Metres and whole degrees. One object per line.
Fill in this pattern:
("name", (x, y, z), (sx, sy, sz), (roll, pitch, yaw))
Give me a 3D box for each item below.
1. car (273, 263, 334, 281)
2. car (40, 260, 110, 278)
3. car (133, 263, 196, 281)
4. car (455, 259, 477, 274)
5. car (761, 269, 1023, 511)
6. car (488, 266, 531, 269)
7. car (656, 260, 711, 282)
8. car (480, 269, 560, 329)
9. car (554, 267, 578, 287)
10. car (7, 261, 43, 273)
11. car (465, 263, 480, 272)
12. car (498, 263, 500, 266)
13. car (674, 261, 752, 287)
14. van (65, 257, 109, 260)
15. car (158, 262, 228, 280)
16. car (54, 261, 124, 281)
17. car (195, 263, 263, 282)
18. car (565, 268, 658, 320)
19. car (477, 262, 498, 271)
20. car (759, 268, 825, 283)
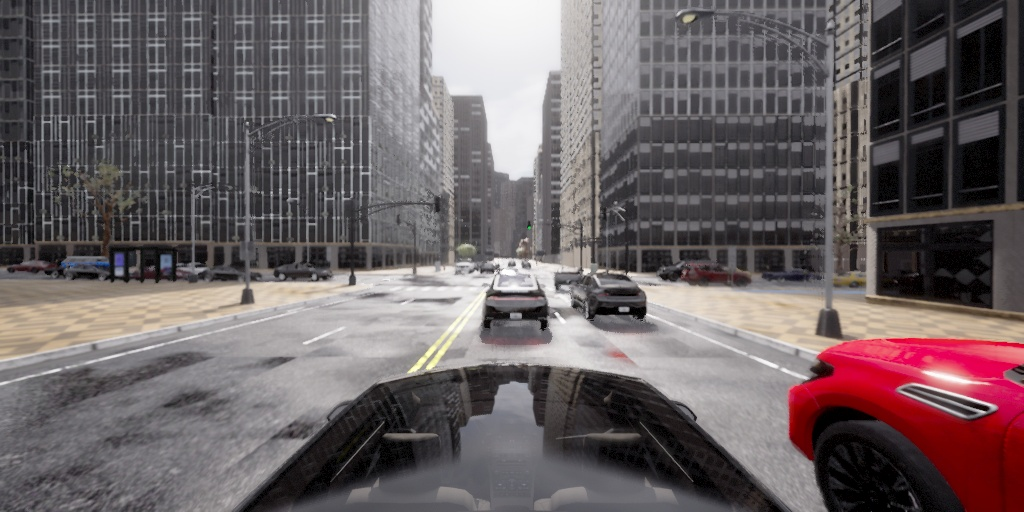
("car", (-18.415, 1.404, 31.768), (4.892, 1.490, 1.837), (1, 0, 2))
("car", (-38.592, 1.321, 32.199), (4.718, 1.301, 1.895), (1, 0, 1))
("car", (-28.423, 1.410, 29.290), (4.207, 1.307, 1.802), (0, 0, 1))
("car", (-6.602, 1.414, 50.287), (2.150, 2.045, 5.566), (0, -1, 0))
("car", (3.350, 0.964, 0.550), (2.150, 2.045, 5.566), (0, 0, 0))
("car", (-0.281, 1.526, 23.680), (2.033, 1.411, 5.357), (1, -2, -5))
("car", (16.835, 1.410, 34.400), (5.566, 2.045, 2.150), (1, 0, 1))
("car", (0.099, 1.334, 11.591), (2.128, 1.511, 4.902), (0, 0, 0))
("car", (3.978, 1.503, 24.991), (2.128, 1.511, 4.902), (-1, -2, 9))
("car", (-50.979, 1.153, 38.236), (4.207, 1.307, 1.802), (0, 0, 1))
("car", (-6.582, 1.844, 60.324), (1.994, 1.385, 4.181), (0, 0, 0))
("car", (-3.347, 1.836, 59.419), (1.994, 1.385, 4.181), (0, 0, 0))
("car", (16.186, 1.535, 28.638), (5.009, 1.841, 2.192), (0, 0, 1))
("van", (-45.297, 0.963, 38.122), (3.998, 1.789, 1.690), (0, 0, 1))
("car", (-28.370, 1.337, 31.986), (4.674, 1.442, 1.812), (1, 0, 1))
("car", (-34.103, 1.343, 29.463), (4.313, 1.339, 1.948), (0, 0, 1))
("car", (-22.739, 1.444, 29.158), (4.313, 1.339, 1.948), (0, 0, 1))
("car", (3.347, 1.362, 13.118), (1.837, 1.490, 4.892), (0, 0, 0))
("car", (-3.352, 1.666, 49.834), (1.882, 1.535, 5.008), (0, -1, 0))
("car", (26.651, 1.874, 34.246), (4.718, 1.301, 1.895), (0, 0, 1))
